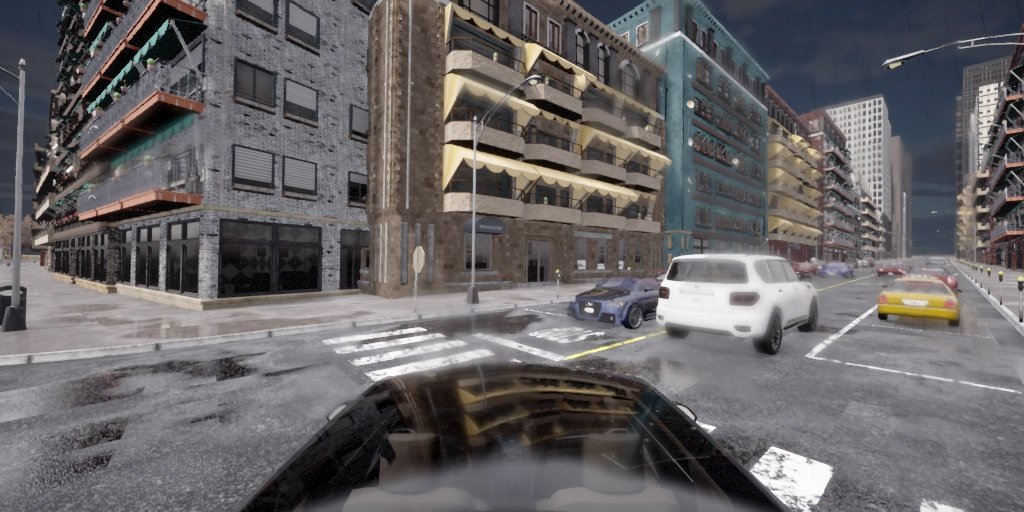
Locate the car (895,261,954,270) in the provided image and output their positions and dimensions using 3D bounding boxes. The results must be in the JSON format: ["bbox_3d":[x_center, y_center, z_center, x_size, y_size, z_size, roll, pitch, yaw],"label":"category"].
[{"bbox_3d":[21.414,1.198,18.424,4.097,1.591,1.967,0,0,-40],"label":"car"}]

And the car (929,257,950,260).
[{"bbox_3d":[47.022,1.198,39.623,4.097,1.591,1.967,0,0,-40],"label":"car"}]

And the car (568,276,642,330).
[{"bbox_3d":[3.688,1.329,11.273,4.181,1.385,1.994,0,0,-40],"label":"car"}]

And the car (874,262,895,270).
[{"bbox_3d":[36.416,1.368,34.224,4.718,1.301,1.895,0,0,-40],"label":"car"}]

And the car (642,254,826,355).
[{"bbox_3d":[5.820,0.978,9.013,5.566,2.045,2.150,0,0,-40],"label":"car"}]

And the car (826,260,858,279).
[{"bbox_3d":[29.517,1.301,32.545,4.674,1.442,1.812,0,0,-39],"label":"car"}]

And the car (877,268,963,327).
[{"bbox_3d":[13.009,1.279,11.467,4.829,1.417,1.751,0,0,-40],"label":"car"}]
